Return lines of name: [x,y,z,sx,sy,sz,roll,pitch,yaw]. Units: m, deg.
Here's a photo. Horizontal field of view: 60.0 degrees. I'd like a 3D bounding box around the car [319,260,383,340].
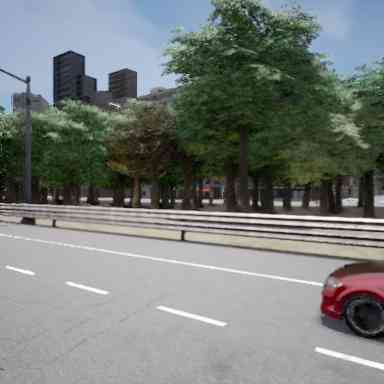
car: [4.242,1.565,5.143,4.181,1.385,1.994,0,0,36]
